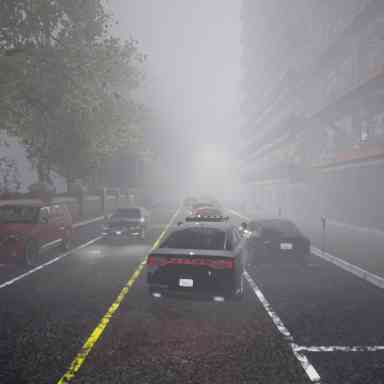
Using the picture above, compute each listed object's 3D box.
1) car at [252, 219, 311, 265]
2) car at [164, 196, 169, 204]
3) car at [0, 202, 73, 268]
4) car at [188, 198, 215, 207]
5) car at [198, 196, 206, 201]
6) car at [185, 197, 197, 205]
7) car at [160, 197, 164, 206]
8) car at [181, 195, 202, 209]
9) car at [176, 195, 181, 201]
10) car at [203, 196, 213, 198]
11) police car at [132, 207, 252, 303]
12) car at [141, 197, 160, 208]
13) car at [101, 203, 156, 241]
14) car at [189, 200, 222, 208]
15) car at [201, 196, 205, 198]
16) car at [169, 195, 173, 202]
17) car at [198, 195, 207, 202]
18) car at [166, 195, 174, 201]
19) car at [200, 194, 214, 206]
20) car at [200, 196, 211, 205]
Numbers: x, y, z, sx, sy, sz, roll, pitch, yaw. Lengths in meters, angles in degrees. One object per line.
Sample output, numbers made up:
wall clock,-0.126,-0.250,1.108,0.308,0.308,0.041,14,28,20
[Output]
car,2.656,1.567,11.454,1.947,1.339,4.313,0,0,0
car,-5.880,1.591,62.098,2.008,1.369,4.403,0,0,0
car,-5.724,1.316,11.428,2.192,1.841,5.009,0,0,0
car,0.827,1.483,24.208,1.882,1.535,5.008,0,0,0
car,2.430,1.638,84.646,1.947,1.339,4.313,0,0,0
car,-0.179,1.600,58.795,1.994,1.385,4.181,0,0,0
car,-5.847,1.467,50.837,1.967,1.590,4.097,0,0,0
car,-0.107,1.374,46.105,2.097,1.767,4.553,0,0,0
car,-3.260,1.578,85.272,1.837,1.490,4.892,0,0,0
car,2.569,1.560,39.604,1.887,1.381,4.507,0,0,0
police car,0.419,1.426,8.504,1.930,1.638,5.238,0,0,12
car,-5.829,1.461,45.209,1.967,1.590,4.097,0,0,0
car,-3.149,1.507,16.689,1.837,1.490,4.892,0,0,0
car,0.845,1.458,18.398,1.801,1.575,5.366,0,0,0
car,2.551,1.566,45.235,1.887,1.381,4.507,0,0,0
car,-5.932,1.588,78.819,1.752,1.417,4.829,0,0,0
car,2.447,1.503,79.015,1.967,1.590,4.097,0,0,0
car,-5.967,1.608,90.080,1.752,1.417,4.829,0,0,0
car,2.516,1.349,56.494,2.192,1.841,5.009,0,0,0
car,2.499,1.480,62.125,1.967,1.590,4.097,0,0,0
